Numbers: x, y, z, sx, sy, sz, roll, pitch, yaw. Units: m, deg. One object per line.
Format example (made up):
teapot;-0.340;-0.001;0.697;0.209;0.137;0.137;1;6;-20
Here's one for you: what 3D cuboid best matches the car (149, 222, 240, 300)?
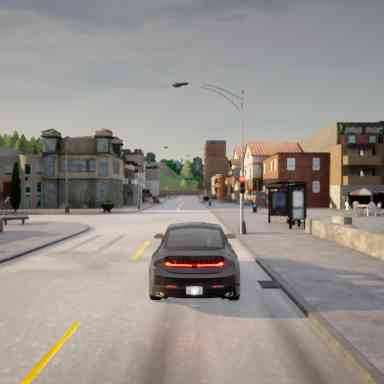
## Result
car;0.068;1.505;8.337;1.837;1.490;4.892;0;0;1
